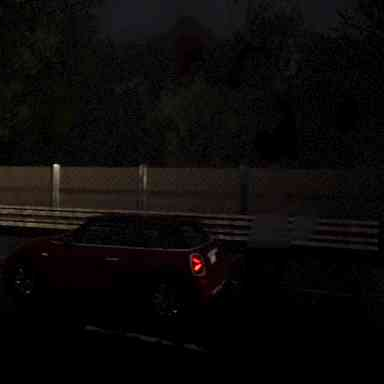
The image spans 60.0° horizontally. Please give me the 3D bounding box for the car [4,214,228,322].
[{"bbox_3d":[-1.600,1.241,7.012,4.553,1.767,2.097,1,1,19],"label":"car"}]
